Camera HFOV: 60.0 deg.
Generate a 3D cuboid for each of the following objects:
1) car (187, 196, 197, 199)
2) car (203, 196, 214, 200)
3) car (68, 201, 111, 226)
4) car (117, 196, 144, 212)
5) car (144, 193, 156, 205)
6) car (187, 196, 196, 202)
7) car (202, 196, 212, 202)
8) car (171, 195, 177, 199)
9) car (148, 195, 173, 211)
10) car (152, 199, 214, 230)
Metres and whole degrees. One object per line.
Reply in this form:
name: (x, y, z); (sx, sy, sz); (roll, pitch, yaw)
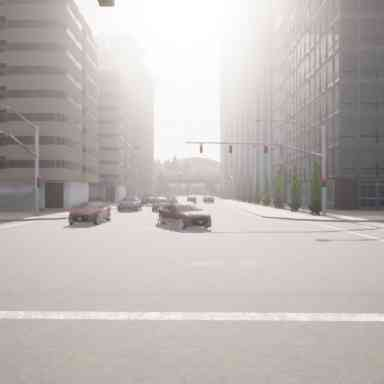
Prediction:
car: (-0.042, 1.478, 66.686); (1.882, 1.535, 5.008); (0, 0, 0)
car: (3.458, 1.505, 67.522); (1.837, 1.490, 4.892); (0, 0, 0)
car: (-7.116, 1.433, 23.554); (1.882, 1.535, 5.008); (0, 0, 0)
car: (-7.124, 1.352, 38.093); (2.097, 1.767, 4.553); (0, 0, 0)
car: (-7.121, 1.221, 56.021); (2.150, 2.045, 5.566); (0, 0, 0)
car: (-0.048, 1.522, 76.014); (1.994, 1.385, 4.181); (0, 0, 0)
car: (3.452, 1.528, 76.190); (1.994, 1.385, 4.181); (0, 0, 0)
car: (-3.621, 1.353, 56.019); (2.097, 1.767, 4.553); (0, 0, 0)
car: (-3.625, 1.503, 38.966); (1.837, 1.490, 4.892); (0, 1, 0)
car: (-0.618, 1.437, 21.147); (1.882, 1.535, 5.008); (-1, 1, -27)
